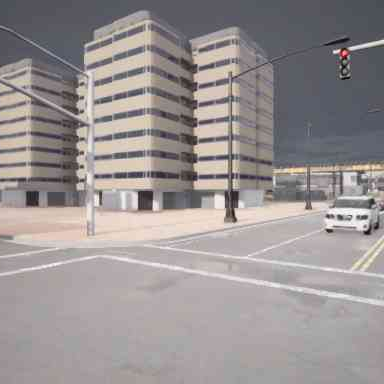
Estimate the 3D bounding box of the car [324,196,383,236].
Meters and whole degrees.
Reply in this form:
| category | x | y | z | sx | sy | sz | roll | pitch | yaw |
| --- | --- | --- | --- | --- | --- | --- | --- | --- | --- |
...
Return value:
| category | x | y | z | sx | sy | sz | roll | pitch | yaw |
| --- | --- | --- | --- | --- | --- | --- | --- | --- | --- |
| car | 9.183 | 1.249 | 18.847 | 2.150 | 2.045 | 5.566 | 0 | 0 | 35 |

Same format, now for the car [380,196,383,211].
| category | x | y | z | sx | sy | sz | roll | pitch | yaw |
| --- | --- | --- | --- | --- | --- | --- | --- | --- | --- |
| car | 23.731 | 1.331 | 39.412 | 2.097 | 1.767 | 4.553 | 0 | 0 | 35 |
